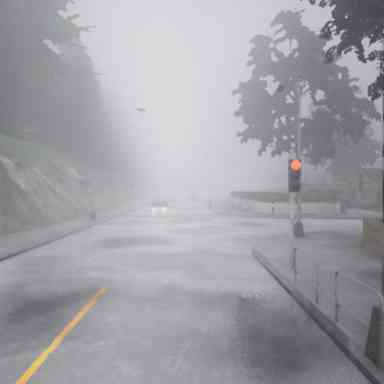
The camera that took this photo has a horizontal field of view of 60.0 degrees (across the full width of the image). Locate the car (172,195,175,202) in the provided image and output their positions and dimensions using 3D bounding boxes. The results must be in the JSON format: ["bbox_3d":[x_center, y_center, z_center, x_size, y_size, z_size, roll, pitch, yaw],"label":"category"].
[{"bbox_3d":[-4.045,1.133,59.878,1.994,1.385,4.181,0,0,0],"label":"car"}]

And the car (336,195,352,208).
[{"bbox_3d":[15.788,1.036,36.636,1.994,1.381,4.181,0,0,0],"label":"car"}]

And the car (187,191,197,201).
[{"bbox_3d":[0.004,1.035,68.163,1.812,1.442,4.674,0,0,0],"label":"car"}]

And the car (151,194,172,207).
[{"bbox_3d":[-4.086,1.255,42.956,1.994,1.385,4.181,0,0,0],"label":"car"}]
